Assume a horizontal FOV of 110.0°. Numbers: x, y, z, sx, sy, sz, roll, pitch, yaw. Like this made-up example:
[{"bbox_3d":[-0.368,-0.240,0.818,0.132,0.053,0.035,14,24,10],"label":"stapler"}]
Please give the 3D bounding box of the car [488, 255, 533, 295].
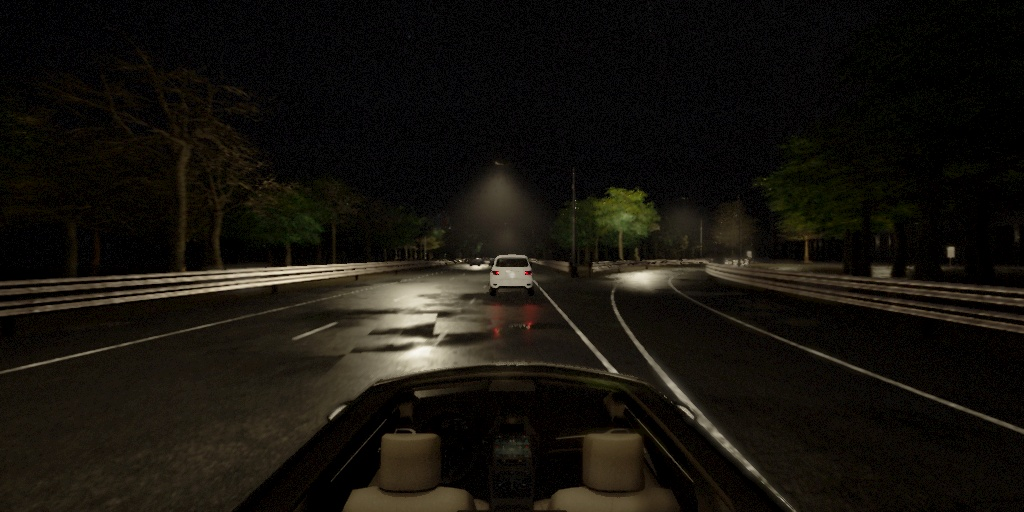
[{"bbox_3d":[0.000,0.972,19.854,2.150,2.045,5.566,0,0,0],"label":"car"}]
